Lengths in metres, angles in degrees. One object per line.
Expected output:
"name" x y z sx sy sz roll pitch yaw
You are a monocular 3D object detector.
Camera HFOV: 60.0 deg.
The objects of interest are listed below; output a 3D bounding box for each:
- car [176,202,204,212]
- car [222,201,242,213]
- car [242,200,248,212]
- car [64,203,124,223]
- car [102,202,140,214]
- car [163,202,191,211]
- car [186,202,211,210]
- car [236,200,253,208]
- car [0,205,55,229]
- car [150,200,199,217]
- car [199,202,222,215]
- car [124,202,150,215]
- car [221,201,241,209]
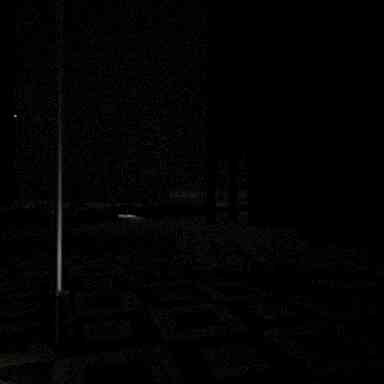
"car" -0.263 2.195 48.775 1.994 1.385 4.181 0 -1 37
"car" 4.725 2.229 45.772 1.802 1.307 4.206 -1 -2 36
"car" 7.998 2.287 50.362 1.887 1.381 4.507 -1 -2 35
"car" -8.288 1.806 27.527 1.752 1.417 4.829 -1 -2 35
"car" -8.769 1.991 41.534 1.887 1.381 4.507 -1 -2 35
"car" -2.216 2.186 50.723 2.008 1.369 4.403 -1 -2 35
"car" 1.061 2.281 55.317 2.008 1.369 4.403 -1 -2 35
"car" 10.892 2.453 69.103 1.967 1.590 4.097 -1 -2 35
"car" -11.663 1.756 22.794 1.947 1.339 4.313 -1 -2 35
"car" -1.834 1.774 36.583 2.192 1.841 5.009 -1 -2 35
"car" 1.444 2.096 41.173 1.887 1.381 4.507 -1 -2 35
"car" -6.122 1.989 40.624 1.812 1.442 4.674 0 -1 35
"car" 7.616 2.470 64.506 2.008 1.369 4.403 -1 -2 35
